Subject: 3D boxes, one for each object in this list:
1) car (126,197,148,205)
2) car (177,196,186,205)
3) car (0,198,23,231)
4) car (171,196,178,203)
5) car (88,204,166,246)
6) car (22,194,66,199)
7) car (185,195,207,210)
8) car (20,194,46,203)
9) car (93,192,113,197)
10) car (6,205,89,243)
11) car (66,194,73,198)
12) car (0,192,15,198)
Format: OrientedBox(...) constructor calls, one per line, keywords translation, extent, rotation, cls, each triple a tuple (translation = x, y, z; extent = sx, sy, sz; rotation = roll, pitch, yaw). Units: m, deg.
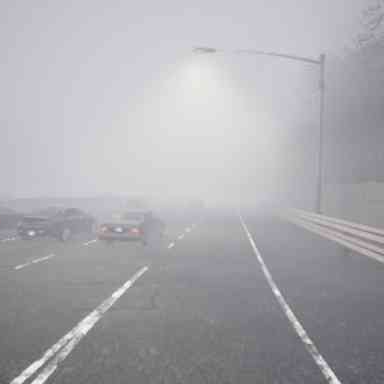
OrientedBox(translation=(-6.659, 1.412, 40.757), extent=(1.837, 1.490, 4.892), rotation=(2, 0, 6), cls="car")
OrientedBox(translation=(-0.908, 1.676, 60.597), extent=(1.994, 1.385, 4.181), rotation=(2, 0, 6), cls="car")
OrientedBox(translation=(-9.484, 1.261, 15.648), extent=(2.128, 1.511, 4.902), rotation=(2, 0, 6), cls="car")
OrientedBox(translation=(-3.271, 1.609, 70.869), extent=(2.033, 1.411, 5.357), rotation=(2, 0, 6), cls="car")
OrientedBox(translation=(-2.510, 1.511, 15.142), extent=(2.033, 1.411, 5.357), rotation=(2, 0, 6), cls="car")
OrientedBox(translation=(-17.429, 1.091, 39.426), extent=(2.128, 1.511, 4.902), rotation=(2, 0, 7), cls="car")
OrientedBox(translation=(0.801, 1.614, 44.458), extent=(2.128, 1.511, 4.902), rotation=(2, 0, 6), cls="car")
OrientedBox(translation=(-26.199, 0.981, 54.909), extent=(1.994, 1.385, 4.181), rotation=(2, 0, 7), cls="car")
OrientedBox(translation=(-15.346, 1.017, 57.365), extent=(2.150, 2.045, 5.566), rotation=(2, 0, 6), cls="car")
OrientedBox(translation=(-5.994, 1.373, 15.380), extent=(1.837, 1.490, 4.892), rotation=(2, 0, 6), cls="car")
OrientedBox(translation=(-22.305, 1.121, 58.178), extent=(2.033, 1.411, 5.357), rotation=(2, 0, 6), cls="car")
OrientedBox(translation=(-24.220, 0.766, 41.456), extent=(2.097, 1.767, 4.553), rotation=(2, 0, 7), cls="car")
